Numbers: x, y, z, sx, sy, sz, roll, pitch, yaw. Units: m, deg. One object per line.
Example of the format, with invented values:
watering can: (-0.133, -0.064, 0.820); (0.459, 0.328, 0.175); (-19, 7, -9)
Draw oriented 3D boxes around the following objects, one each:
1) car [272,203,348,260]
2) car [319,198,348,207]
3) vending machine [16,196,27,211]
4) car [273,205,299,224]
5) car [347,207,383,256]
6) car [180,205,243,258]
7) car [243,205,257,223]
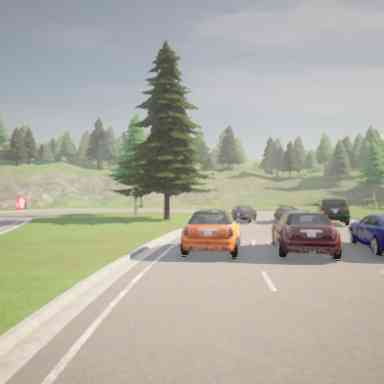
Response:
car: (4.386, 1.489, 13.332); (2.097, 1.767, 4.553); (0, -1, 10)
car: (11.053, 1.496, 26.306); (2.150, 2.045, 5.566); (0, 0, 18)
vending machine: (-24.319, 1.682, 47.408); (1.100, 2.100, 0.880); (0, -1, 35)
car: (8.033, 1.857, 28.346); (1.994, 1.385, 4.181); (0, -1, 17)
car: (8.007, 1.620, 13.714); (1.882, 1.535, 5.008); (0, 0, 10)
car: (0.911, 1.494, 13.753); (2.097, 1.767, 4.553); (0, -1, 9)
car: (4.401, 1.841, 28.507); (2.033, 1.411, 5.357); (0, -1, 17)
